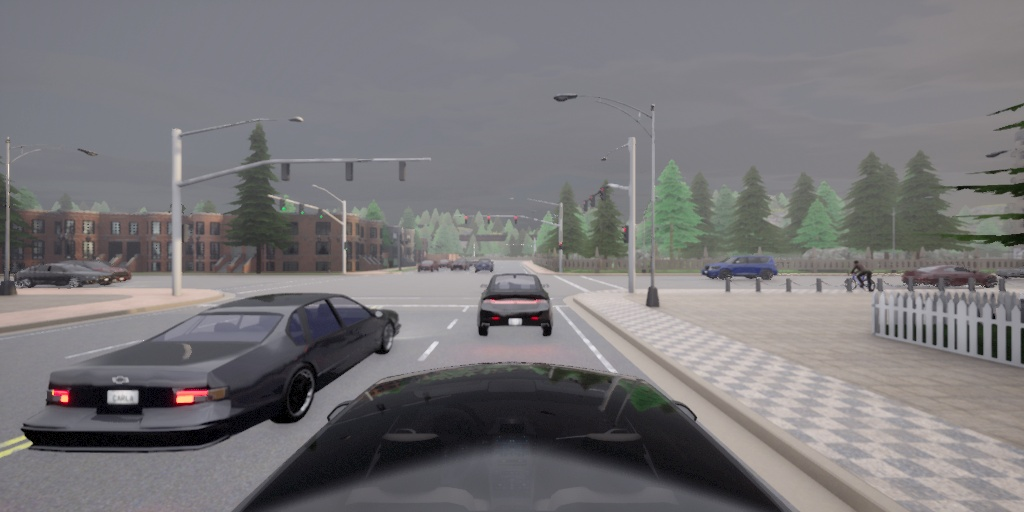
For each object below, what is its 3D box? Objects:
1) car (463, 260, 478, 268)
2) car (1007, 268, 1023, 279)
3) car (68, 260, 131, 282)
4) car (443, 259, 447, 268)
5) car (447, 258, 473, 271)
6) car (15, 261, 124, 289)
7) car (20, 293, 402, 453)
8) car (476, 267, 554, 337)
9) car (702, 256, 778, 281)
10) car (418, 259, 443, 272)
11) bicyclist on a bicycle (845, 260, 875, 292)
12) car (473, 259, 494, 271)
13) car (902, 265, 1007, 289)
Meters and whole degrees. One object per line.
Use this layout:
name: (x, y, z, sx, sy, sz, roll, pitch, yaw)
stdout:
car: (-7.018, 1.336, 60.709, 1.994, 1.385, 4.181, 0, 0, 1)
car: (43.482, 1.361, 29.739, 4.718, 1.301, 1.895, 0, 0, 1)
car: (-31.025, 1.111, 26.305, 4.553, 1.767, 2.097, 0, 0, -3)
car: (-10.564, 1.248, 56.015, 1.882, 1.535, 5.008, 0, 0, 0)
car: (-7.049, 1.120, 48.954, 2.097, 1.767, 4.553, 0, 0, 0)
car: (-28.442, 1.263, 22.923, 4.892, 1.490, 1.837, 0, 0, -2)
car: (-3.436, 1.299, 5.694, 2.033, 1.411, 5.357, 0, 0, 0)
car: (0.084, 1.245, 10.361, 2.128, 1.511, 4.902, 0, 0, 0)
car: (18.907, 0.981, 29.828, 5.566, 2.045, 2.150, 0, 0, 0)
car: (-10.566, 1.244, 45.562, 1.882, 1.535, 5.008, 0, 0, 0)
bicyclist on a bicycle: (18.253, 1.058, 18.844, 0.582, 1.620, 1.656, 0, 0, 0)
car: (-3.390, 1.118, 45.491, 2.097, 1.767, 4.553, 0, 0, 0)
car: (27.503, 1.283, 22.627, 4.674, 1.442, 1.812, 0, 0, 0)
